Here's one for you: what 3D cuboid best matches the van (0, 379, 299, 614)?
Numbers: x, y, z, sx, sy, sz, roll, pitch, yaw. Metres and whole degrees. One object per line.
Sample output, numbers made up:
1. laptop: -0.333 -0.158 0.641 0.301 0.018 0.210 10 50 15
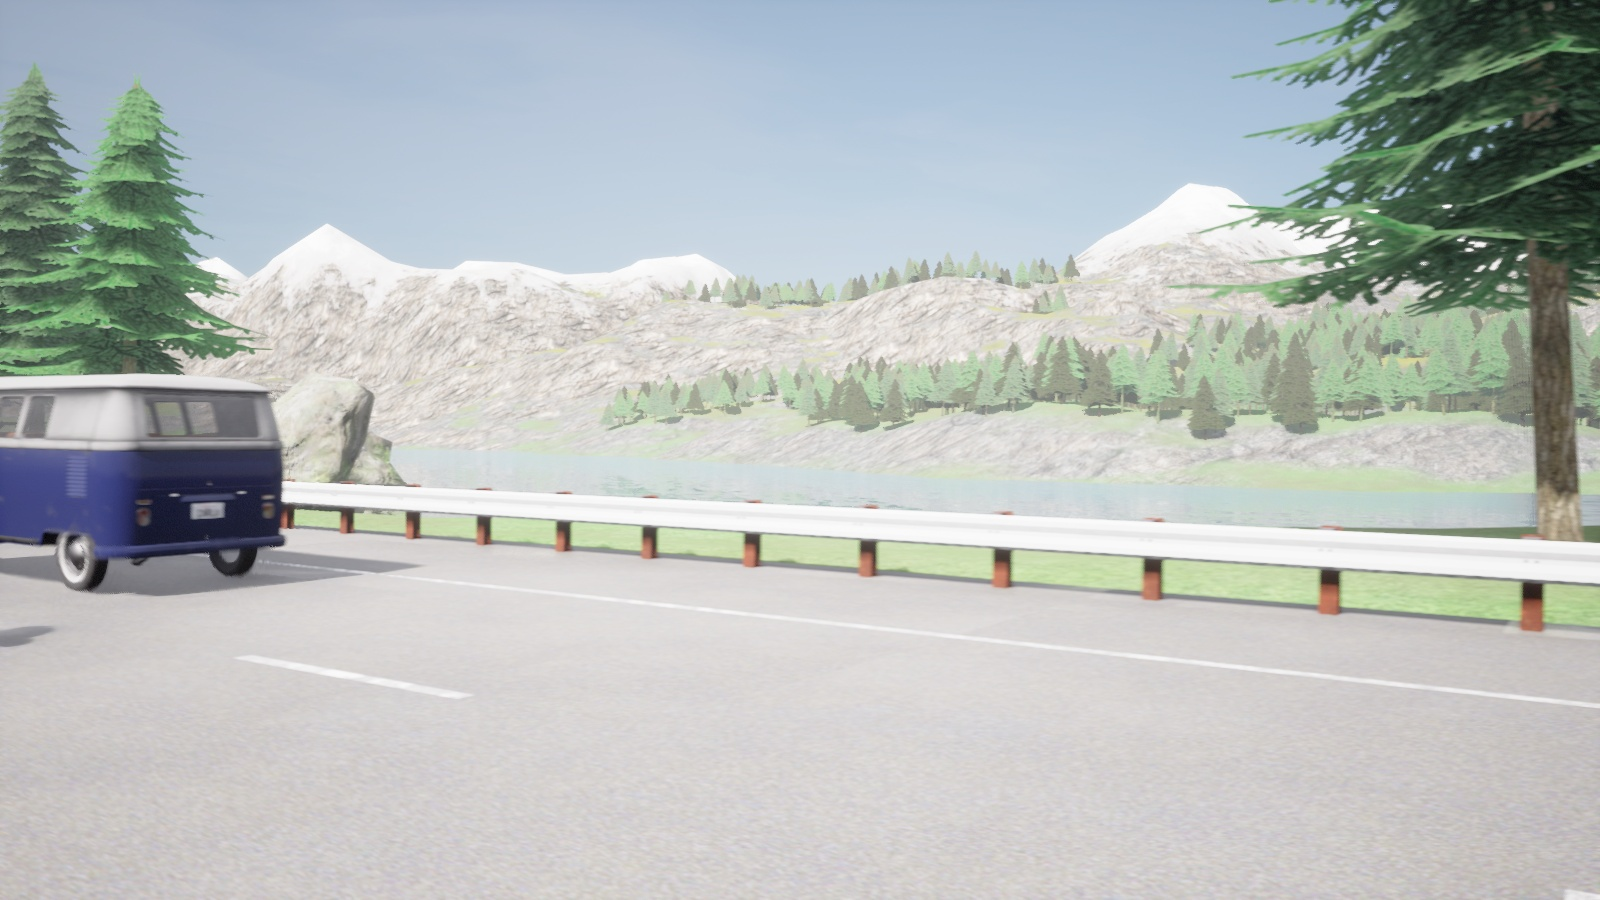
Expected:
1. van: -7.172 0.378 12.573 4.442 1.987 1.775 0 1 34
